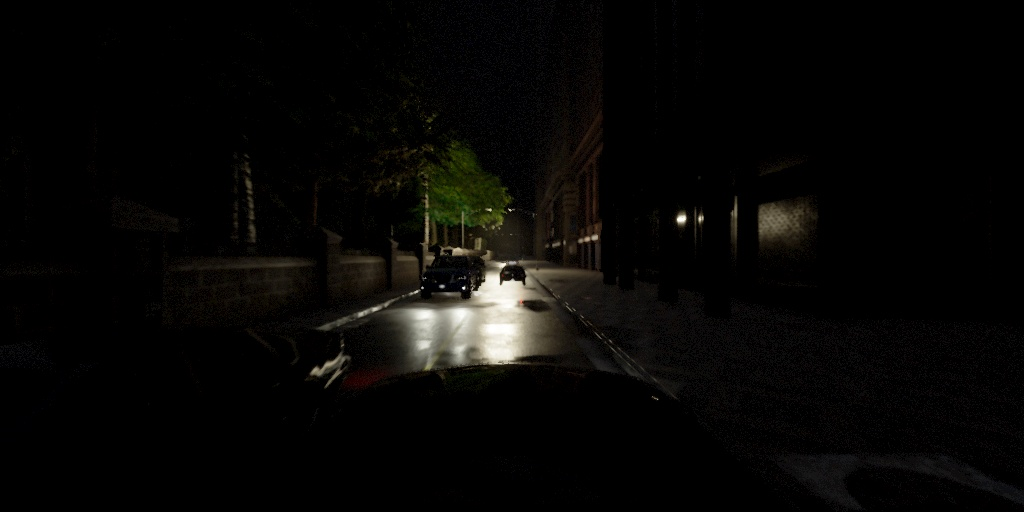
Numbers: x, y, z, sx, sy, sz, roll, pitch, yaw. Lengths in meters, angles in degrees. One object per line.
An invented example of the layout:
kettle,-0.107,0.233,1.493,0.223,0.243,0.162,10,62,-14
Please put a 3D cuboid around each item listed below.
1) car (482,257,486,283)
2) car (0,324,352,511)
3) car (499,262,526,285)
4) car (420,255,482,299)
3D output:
car,-3.018,0.961,25.031,2.150,2.045,5.566,0,0,1
car,-3.096,1.298,2.528,2.033,1.411,5.357,0,0,0
car,0.052,1.339,26.308,1.895,1.301,4.718,0,0,1
car,-3.007,0.970,18.246,2.150,2.045,5.566,0,0,0
